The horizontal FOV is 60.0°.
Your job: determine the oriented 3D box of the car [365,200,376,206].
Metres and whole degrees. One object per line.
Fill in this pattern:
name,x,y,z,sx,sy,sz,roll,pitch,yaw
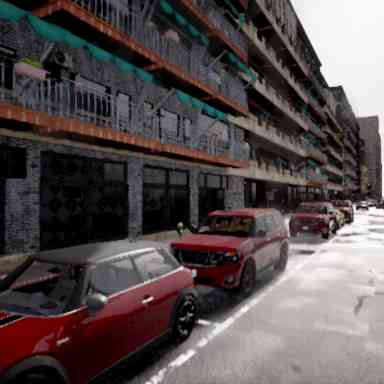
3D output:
car,41.612,2.542,77.546,2.008,1.369,4.403,-1,-1,31

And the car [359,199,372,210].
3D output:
car,27.200,2.207,53.175,1.947,1.339,4.313,0,-1,31

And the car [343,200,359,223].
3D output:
car,12.788,1.643,28.807,2.192,1.841,5.009,0,-1,31

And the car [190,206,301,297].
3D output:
car,1.258,1.429,9.308,2.192,1.841,5.009,0,-1,31

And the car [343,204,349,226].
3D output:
car,9.819,1.795,23.783,1.752,1.417,4.829,0,-1,31

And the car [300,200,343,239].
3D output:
car,7.023,1.532,19.056,2.192,1.841,5.009,0,-1,31

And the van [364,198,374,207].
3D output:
van,38.731,2.257,72.676,1.690,1.788,3.998,0,-1,31

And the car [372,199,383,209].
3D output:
car,32.665,2.040,57.142,2.097,1.767,4.553,-1,-1,31

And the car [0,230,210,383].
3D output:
car,-1.625,1.503,4.432,1.967,1.590,4.097,0,-1,31
